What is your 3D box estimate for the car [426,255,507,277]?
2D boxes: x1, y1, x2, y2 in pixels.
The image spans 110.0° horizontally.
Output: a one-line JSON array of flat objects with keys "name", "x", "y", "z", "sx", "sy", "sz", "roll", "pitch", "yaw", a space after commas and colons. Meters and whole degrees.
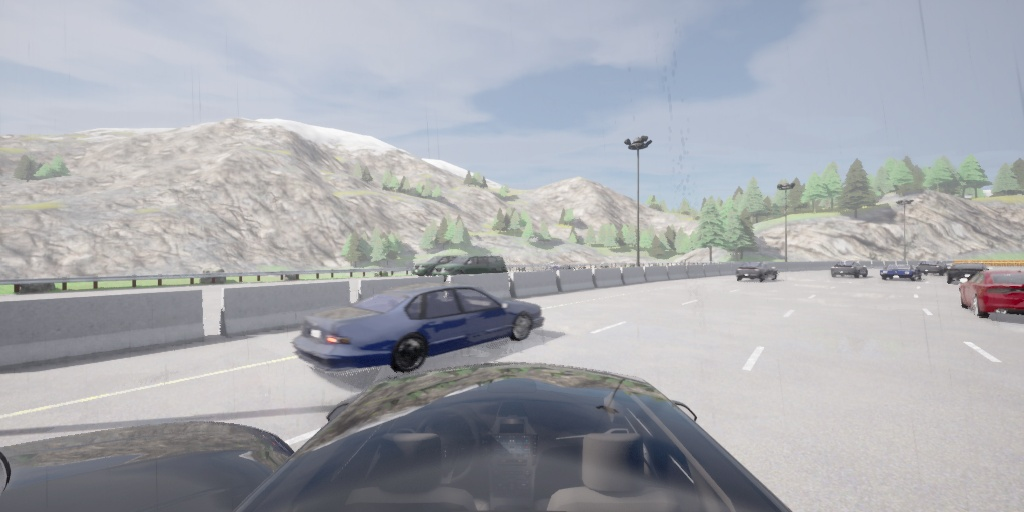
[{"name": "car", "x": -3.235, "y": 0.971, "z": 26.886, "sx": 2.150, "sy": 2.045, "sz": 5.566, "roll": 0, "pitch": 0, "yaw": 44}]

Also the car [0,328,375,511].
[{"name": "car", "x": -2.982, "y": 1.255, "z": 0.524, "sx": 4.892, "sy": 1.490, "sz": 1.837, "roll": 0, "pitch": 0, "yaw": -45}]

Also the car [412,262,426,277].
[{"name": "car", "x": -6.487, "y": 0.971, "z": 33.560, "sx": 2.150, "sy": 2.045, "sz": 5.566, "roll": 0, "pitch": 0, "yaw": 45}]

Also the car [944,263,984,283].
[{"name": "car", "x": 33.694, "y": 1.227, "z": 26.403, "sx": 5.008, "sy": 1.535, "sz": 1.882, "roll": 0, "pitch": 0, "yaw": -36}]

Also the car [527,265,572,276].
[{"name": "car", "x": 3.301, "y": 1.351, "z": 28.479, "sx": 4.718, "sy": 1.301, "sz": 1.895, "roll": 0, "pitch": 0, "yaw": -44}]

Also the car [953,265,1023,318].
[{"name": "car", "x": 16.835, "y": 1.227, "z": 12.065, "sx": 5.008, "sy": 1.535, "sz": 1.882, "roll": 0, "pitch": 0, "yaw": -45}]

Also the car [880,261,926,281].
[{"name": "car", "x": 32.304, "y": 1.351, "z": 29.728, "sx": 4.718, "sy": 1.301, "sz": 1.895, "roll": 0, "pitch": 0, "yaw": -35}]

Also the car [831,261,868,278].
[{"name": "car", "x": 31.370, "y": 1.242, "z": 33.338, "sx": 4.902, "sy": 1.511, "sz": 2.128, "roll": 0, "pitch": 0, "yaw": -35}]

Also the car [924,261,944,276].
[{"name": "car", "x": 43.308, "y": 1.242, "z": 36.862, "sx": 4.902, "sy": 1.511, "sz": 2.128, "roll": 0, "pitch": 0, "yaw": -31}]

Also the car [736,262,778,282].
[{"name": "car", "x": 19.739, "y": 1.242, "z": 28.844, "sx": 4.902, "sy": 1.511, "sz": 2.128, "roll": 0, "pitch": 0, "yaw": -40}]

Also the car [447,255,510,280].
[{"name": "car", "x": -2.920, "y": 0.971, "z": 32.183, "sx": 5.566, "sy": 2.045, "sz": 2.150, "roll": 0, "pitch": 0, "yaw": -44}]

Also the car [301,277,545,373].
[{"name": "car", "x": -1.516, "y": 1.297, "z": 7.656, "sx": 2.033, "sy": 1.411, "sz": 5.357, "roll": 0, "pitch": 0, "yaw": 41}]
